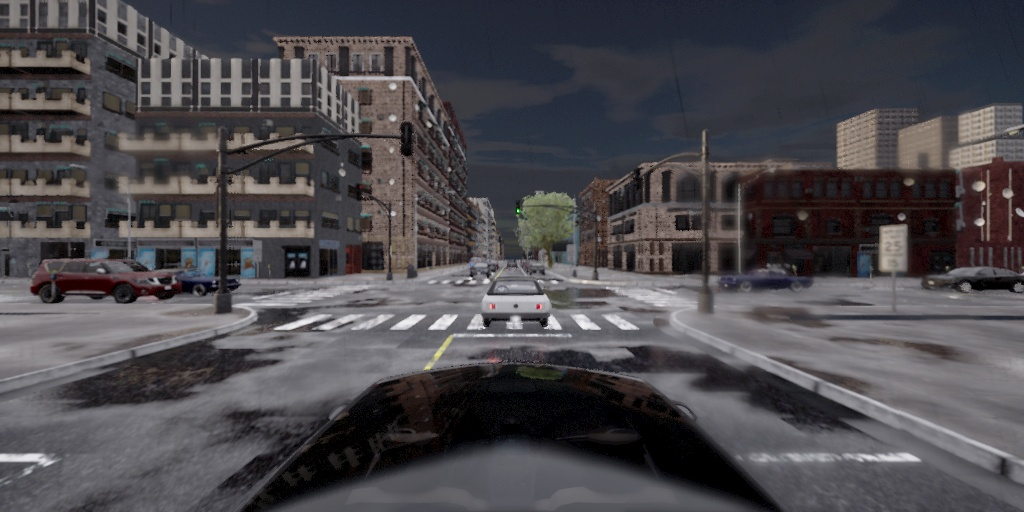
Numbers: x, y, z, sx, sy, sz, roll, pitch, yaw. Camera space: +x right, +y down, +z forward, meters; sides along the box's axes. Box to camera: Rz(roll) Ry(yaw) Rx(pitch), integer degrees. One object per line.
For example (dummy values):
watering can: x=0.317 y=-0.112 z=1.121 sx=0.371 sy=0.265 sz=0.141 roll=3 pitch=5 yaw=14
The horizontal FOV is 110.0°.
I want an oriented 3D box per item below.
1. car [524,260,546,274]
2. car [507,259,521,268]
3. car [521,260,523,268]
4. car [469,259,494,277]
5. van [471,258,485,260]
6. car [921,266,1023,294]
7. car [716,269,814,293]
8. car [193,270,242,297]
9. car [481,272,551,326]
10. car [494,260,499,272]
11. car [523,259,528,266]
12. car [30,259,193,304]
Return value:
car: x=2.691 y=1.381 z=39.091 sx=2.007 sy=1.370 sz=4.403 roll=0 pitch=0 yaw=0
car: x=0.002 y=1.406 z=65.448 sx=2.128 sy=1.511 sz=4.902 roll=0 pitch=0 yaw=0
car: x=2.692 y=1.304 z=50.484 sx=1.967 sy=1.591 sz=4.097 roll=0 pitch=0 yaw=0
car: x=-3.093 y=1.347 z=35.957 sx=1.812 sy=1.442 sz=4.674 roll=0 pitch=0 yaw=0
van: x=-5.689 y=1.224 z=56.183 sx=1.690 sy=1.789 sz=3.998 roll=0 pitch=0 yaw=0
car: x=27.620 y=1.386 z=21.478 sx=5.008 sy=1.535 sz=1.882 roll=0 pitch=0 yaw=0
car: x=14.949 y=1.452 z=21.391 sx=4.718 sy=1.301 sz=1.895 roll=0 pitch=0 yaw=0
car: x=-16.427 y=1.325 z=17.949 sx=4.718 sy=1.301 sz=1.895 roll=0 pitch=0 yaw=0
car: x=0.100 y=1.365 z=11.648 sx=1.895 sy=1.301 sz=4.718 roll=0 pitch=0 yaw=0
car: x=-3.082 y=1.415 z=45.932 sx=1.994 sy=1.385 sz=4.181 roll=0 pitch=0 yaw=0
car: x=2.692 y=1.287 z=44.788 sx=1.967 sy=1.591 sz=4.097 roll=0 pitch=0 yaw=0
car: x=-17.276 y=1.032 z=15.372 sx=5.009 sy=1.841 sz=2.192 roll=0 pitch=0 yaw=0
